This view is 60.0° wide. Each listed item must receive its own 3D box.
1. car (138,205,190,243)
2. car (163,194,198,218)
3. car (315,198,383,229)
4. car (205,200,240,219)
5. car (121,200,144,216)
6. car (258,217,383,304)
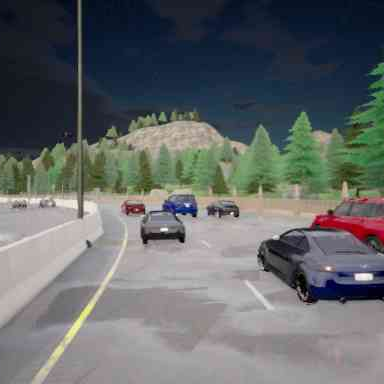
[{"bbox_3d":[-1.508,1.574,16.219,1.994,1.385,4.181,0,0,-9],"label":"car"},{"bbox_3d":[-1.158,1.234,30.068,2.150,2.045,5.566,0,0,-17],"label":"car"},{"bbox_3d":[6.253,1.201,11.554,2.150,2.045,5.566,0,0,-6],"label":"car"},{"bbox_3d":[2.623,1.502,29.485,1.837,1.490,4.892,0,0,-15],"label":"car"},{"bbox_3d":[-5.974,1.509,33.397,1.882,1.535,5.008,0,0,-19],"label":"car"},{"bbox_3d":[3.047,1.554,8.210,1.994,1.385,4.181,0,0,-5],"label":"car"}]
